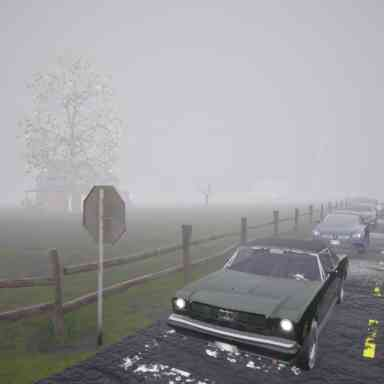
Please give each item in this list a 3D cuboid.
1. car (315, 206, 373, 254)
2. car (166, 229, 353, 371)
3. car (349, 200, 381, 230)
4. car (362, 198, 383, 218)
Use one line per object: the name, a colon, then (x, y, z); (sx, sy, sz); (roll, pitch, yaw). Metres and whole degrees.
car: (6.280, 1.529, 13.816); (1.812, 1.442, 4.674); (0, 0, 31)
car: (1.559, 1.602, 5.991); (1.895, 1.301, 4.718); (0, 0, 31)
car: (10.933, 1.509, 21.536); (1.837, 1.490, 4.892); (0, 0, 31)
car: (16.027, 1.357, 29.951); (2.097, 1.767, 4.553); (0, 0, 31)
